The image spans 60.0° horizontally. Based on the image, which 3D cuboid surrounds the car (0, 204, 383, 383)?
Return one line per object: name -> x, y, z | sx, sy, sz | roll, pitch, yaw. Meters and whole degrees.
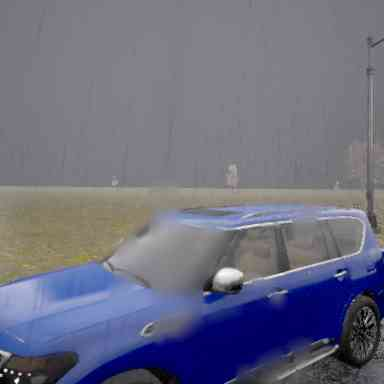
car -> 0.350, 1.221, 4.232 | 5.566, 2.045, 2.150 | 0, 0, -35
